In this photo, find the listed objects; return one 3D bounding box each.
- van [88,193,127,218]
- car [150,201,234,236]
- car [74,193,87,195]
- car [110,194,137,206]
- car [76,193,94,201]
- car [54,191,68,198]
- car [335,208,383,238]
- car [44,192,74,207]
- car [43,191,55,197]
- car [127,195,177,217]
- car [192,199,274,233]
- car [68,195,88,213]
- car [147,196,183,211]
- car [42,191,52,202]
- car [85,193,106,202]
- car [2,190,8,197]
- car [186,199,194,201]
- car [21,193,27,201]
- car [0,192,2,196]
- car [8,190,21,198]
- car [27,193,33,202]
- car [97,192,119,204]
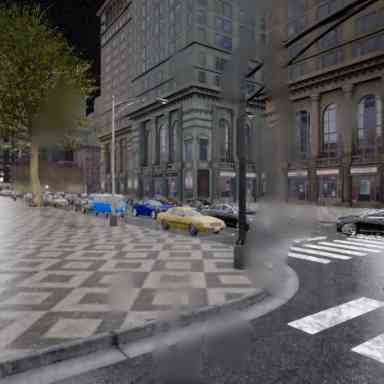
[{"bbox_3d":[-6.755,1.091,27.122,1.690,1.788,3.998,1,0,-35],"label":"van"},{"bbox_3d":[-0.176,1.398,17.802,1.752,1.417,4.829,1,0,-35],"label":"car"},{"bbox_3d":[-15.644,0.991,44.408,1.837,1.490,4.892,0,1,-35],"label":"car"},{"bbox_3d":[-9.520,1.073,45.815,2.008,1.369,4.403,1,0,-35],"label":"car"},{"bbox_3d":[-19.242,0.860,59.579,1.802,1.307,4.206,1,0,-35],"label":"car"},{"bbox_3d":[-28.963,0.586,73.342,1.887,1.381,4.507,1,0,-35],"label":"car"},{"bbox_3d":[8.986,1.446,14.977,2.128,1.511,4.902,0,1,-35],"label":"car"},{"bbox_3d":[-16.382,1.050,40.753,1.752,1.417,4.829,1,0,-35],"label":"car"},{"bbox_3d":[-35.445,0.470,82.518,1.802,1.307,4.206,1,0,-35],"label":"car"},{"bbox_3d":[-3.057,1.257,26.485,1.882,1.535,5.008,0,1,-35],"label":"car"},{"bbox_3d":[2.385,1.370,18.789,2.128,1.511,4.902,0,1,-36],"label":"car"},{"bbox_3d":[-9.997,1.230,31.711,2.008,1.369,4.403,1,0,-35],"label":"car"},{"bbox_3d":[-3.037,1.223,36.636,1.887,1.381,4.507,1,0,-35],"label":"car"},{"bbox_3d":[-19.720,0.991,45.480,2.008,1.369,4.403,1,0,-35],"label":"car"},{"bbox_3d":[-16.001,0.909,54.991,2.008,1.369,4.403,1,0,-35],"label":"car"},{"bbox_3d":[-42.404,0.329,77.597,1.967,1.590,4.097,1,0,-35],"label":"car"},{"bbox_3d":[0.202,1.315,32.048,1.947,1.339,4.313,1,0,-35],"label":"car"},{"bbox_3d":[-26.202,0.829,54.656,2.008,1.369,4.403,1,0,-35],"label":"car"},{"bbox_3d":[-45.645,0.253,82.186,1.967,1.590,4.097,1,0,-35],"label":"car"},{"bbox_3d":[-35.922,0.482,68.420,1.967,1.590,4.097,1,0,-35],"label":"car"},{"bbox_3d":[-22.961,0.910,50.068,2.008,1.369,4.403,1,0,-35],"label":"car"},{"bbox_3d":[-12.759,0.880,50.403,1.967,1.590,4.097,1,0,-35],"label":"car"}]
